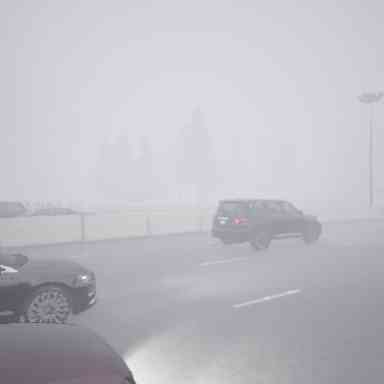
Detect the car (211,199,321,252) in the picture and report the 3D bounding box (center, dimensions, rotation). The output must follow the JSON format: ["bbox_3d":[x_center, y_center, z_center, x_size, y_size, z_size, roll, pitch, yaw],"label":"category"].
[{"bbox_3d":[3.381,1.321,14.745,5.566,2.045,2.150,1,0,-36],"label":"car"}]

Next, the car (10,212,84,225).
[{"bbox_3d":[-8.376,1.586,19.497,5.357,1.411,2.033,1,0,-35],"label":"car"}]

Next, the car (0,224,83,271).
[{"bbox_3d":[-4.008,1.487,5.188,4.902,1.511,2.128,1,0,-35],"label":"car"}]

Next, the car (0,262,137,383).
[{"bbox_3d":[-2.371,1.556,2.060,4.181,1.385,1.994,1,0,-35],"label":"car"}]
